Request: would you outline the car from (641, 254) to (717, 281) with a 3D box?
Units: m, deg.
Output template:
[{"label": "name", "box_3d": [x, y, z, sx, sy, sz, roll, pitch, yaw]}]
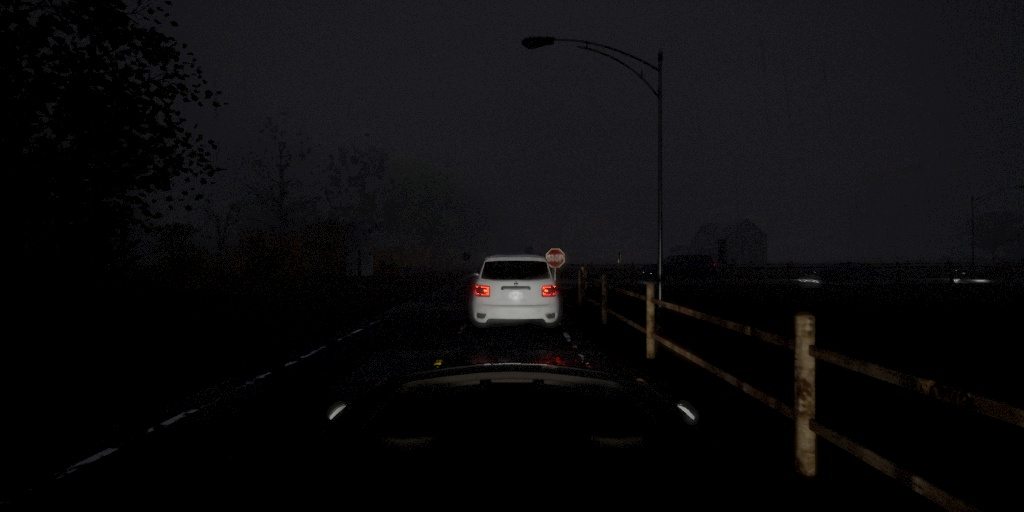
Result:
[{"label": "car", "box_3d": [13.247, 0.912, 28.608, 5.566, 2.045, 2.150, -1, 0, 0]}]

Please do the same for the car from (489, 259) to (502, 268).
[{"label": "car", "box_3d": [-2.816, 1.259, 62.832, 1.994, 1.385, 4.181, 0, 0, 0]}]

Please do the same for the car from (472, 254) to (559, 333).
[{"label": "car", "box_3d": [0.097, 0.971, 10.824, 2.150, 2.045, 5.566, 0, 0, 0]}]

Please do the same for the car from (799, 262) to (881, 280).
[{"label": "car", "box_3d": [26.310, 1.186, 28.812, 5.357, 1.411, 2.033, 0, 0, -1]}]

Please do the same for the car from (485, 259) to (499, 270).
[{"label": "car", "box_3d": [-2.832, 1.240, 52.805, 1.812, 1.442, 4.674, 0, 0, 0]}]

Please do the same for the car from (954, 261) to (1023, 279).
[{"label": "car", "box_3d": [38.804, 1.108, 28.999, 4.674, 1.442, 1.812, 0, 0, -1]}]

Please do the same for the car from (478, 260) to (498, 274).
[{"label": "car", "box_3d": [-2.840, 1.277, 43.114, 2.033, 1.411, 5.357, 0, 0, 0]}]
